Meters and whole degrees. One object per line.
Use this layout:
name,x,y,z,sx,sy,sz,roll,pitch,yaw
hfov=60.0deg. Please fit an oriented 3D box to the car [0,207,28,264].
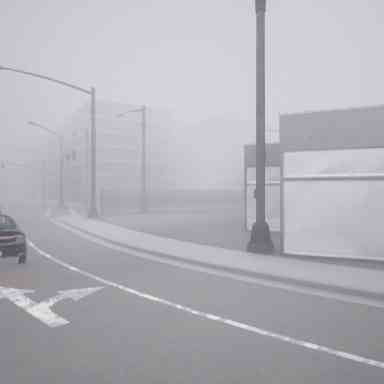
car,-6.826,1.493,11.064,2.128,1.511,4.902,0,0,-37
